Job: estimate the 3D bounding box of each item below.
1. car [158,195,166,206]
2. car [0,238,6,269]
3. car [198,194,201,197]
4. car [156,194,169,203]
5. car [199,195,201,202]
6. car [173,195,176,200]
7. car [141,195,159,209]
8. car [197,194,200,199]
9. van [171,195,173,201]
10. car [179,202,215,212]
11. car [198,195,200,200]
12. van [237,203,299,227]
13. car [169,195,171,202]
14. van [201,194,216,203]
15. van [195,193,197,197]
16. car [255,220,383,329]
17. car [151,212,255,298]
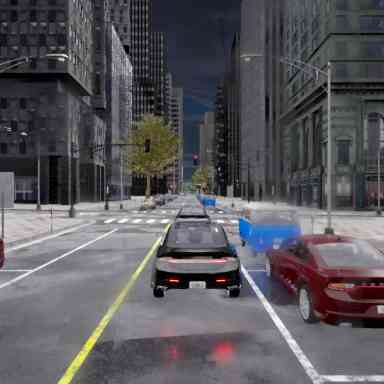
[{"bbox_3d":[-5.876,1.575,55.665,1.887,1.381,4.507,0,0,0],"label":"car"},{"bbox_3d":[-5.791,1.545,6.992,1.887,1.381,4.507,0,0,0],"label":"car"},{"bbox_3d":[2.625,1.625,66.741,1.802,1.307,4.206,0,0,0],"label":"car"},{"bbox_3d":[-5.887,1.351,60.954,2.192,1.841,5.009,0,0,0],"label":"car"},{"bbox_3d":[2.648,1.597,55.914,1.947,1.339,4.313,0,0,0],"label":"car"},{"bbox_3d":[-5.943,1.638,87.398,1.947,1.339,4.313,0,0,0],"label":"car"},{"bbox_3d":[-5.860,1.546,44.915,1.752,1.417,4.829,0,0,0],"label":"car"},{"bbox_3d":[2.614,1.601,72.153,2.008,1.369,4.403,0,0,0],"label":"car"},{"bbox_3d":[-5.920,1.398,76.821,1.690,1.788,3.998,0,0,0],"label":"van"},{"bbox_3d":[0.048,1.495,17.913,2.128,1.511,4.902,0,0,1],"label":"car"},{"bbox_3d":[2.637,1.582,61.327,1.887,1.381,4.507,0,0,0],"label":"car"},{"bbox_3d":[2.754,1.343,12.516,1.690,1.788,3.998,0,0,0],"label":"van"},{"bbox_3d":[-5.899,1.593,66.243,2.008,1.369,4.403,0,0,0],"label":"car"},{"bbox_3d":[2.660,1.367,50.501,1.690,1.788,3.998,0,0,0],"label":"van"},{"bbox_3d":[2.569,1.424,93.807,1.690,1.788,3.998,0,0,0],"label":"van"},{"bbox_3d":[2.764,1.546,6.991,1.887,1.381,4.507,0,0,0],"label":"car"},{"bbox_3d":[0.083,1.493,8.527,2.128,1.511,4.902,0,0,0],"label":"car"}]
